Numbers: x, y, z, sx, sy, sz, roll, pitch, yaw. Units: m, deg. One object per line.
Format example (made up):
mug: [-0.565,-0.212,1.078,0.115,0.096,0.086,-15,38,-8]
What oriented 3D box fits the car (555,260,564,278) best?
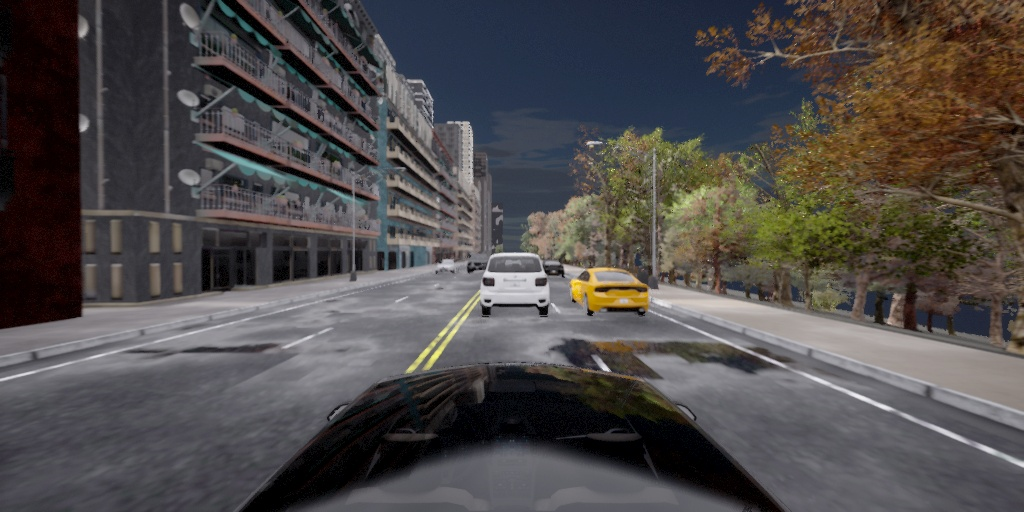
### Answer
car: [3.339,1.067,31.113,1.882,1.535,5.008,0,0,0]

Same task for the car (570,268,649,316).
car: [3.339,1.164,13.146,1.882,1.535,5.008,0,1,0]

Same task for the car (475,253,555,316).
car: [0.091,0.909,13.146,2.150,2.045,5.566,0,0,0]

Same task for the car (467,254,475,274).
car: [-3.355,0.781,37.193,2.150,2.045,5.566,0,0,0]

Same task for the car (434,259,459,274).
car: [-6.603,1.085,36.782,1.812,1.442,4.674,0,0,0]
